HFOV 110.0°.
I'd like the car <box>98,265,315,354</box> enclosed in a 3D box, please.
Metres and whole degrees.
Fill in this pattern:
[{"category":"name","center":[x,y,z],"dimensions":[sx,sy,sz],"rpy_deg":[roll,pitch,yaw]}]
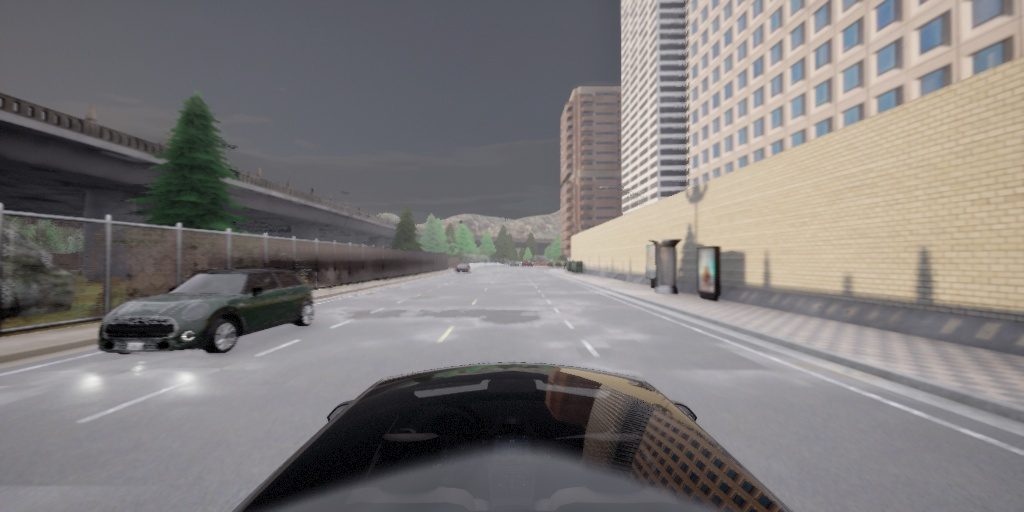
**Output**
[{"category":"car","center":[-7.002,1.121,8.916],"dimensions":[2.097,1.767,4.553],"rpy_deg":[0,-1,0]}]

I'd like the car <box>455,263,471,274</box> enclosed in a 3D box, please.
[{"category":"car","center":[-7.016,1.724,51.619],"dimensions":[1.882,1.535,5.008],"rpy_deg":[0,0,0]}]
